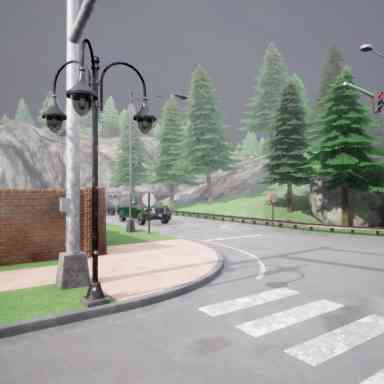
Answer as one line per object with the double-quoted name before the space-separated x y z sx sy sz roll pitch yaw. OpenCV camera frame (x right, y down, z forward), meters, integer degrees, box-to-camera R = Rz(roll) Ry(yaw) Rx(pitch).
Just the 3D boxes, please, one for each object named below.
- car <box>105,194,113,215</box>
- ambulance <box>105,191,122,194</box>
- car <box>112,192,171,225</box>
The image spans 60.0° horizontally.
"car" -9.217 1.366 32.884 2.097 1.767 4.553 0 0 -34
"ambulance" -11.034 1.045 41.988 2.351 2.431 6.366 0 0 -34
"car" -3.673 1.236 24.618 2.150 2.045 5.566 0 0 -34
